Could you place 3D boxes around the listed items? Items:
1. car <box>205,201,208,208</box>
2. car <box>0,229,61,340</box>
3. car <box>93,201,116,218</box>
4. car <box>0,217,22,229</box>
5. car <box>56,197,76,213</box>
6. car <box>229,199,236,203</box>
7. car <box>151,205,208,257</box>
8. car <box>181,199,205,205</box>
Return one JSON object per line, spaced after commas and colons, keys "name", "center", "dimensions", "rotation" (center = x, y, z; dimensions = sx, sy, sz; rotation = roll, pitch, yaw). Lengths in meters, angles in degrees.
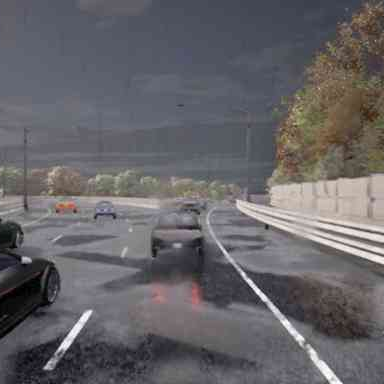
{"name": "car", "center": [0.900, 1.558, 41.040], "dimensions": [1.895, 1.301, 4.718], "rotation": [0, 0, 7]}
{"name": "car", "center": [-3.716, 1.578, 5.369], "dimensions": [1.994, 1.385, 4.181], "rotation": [0, 0, -2]}
{"name": "car", "center": [-7.875, 1.559, 30.011], "dimensions": [2.033, 1.411, 5.357], "rotation": [0, 0, -16]}
{"name": "car", "center": [-7.791, 1.381, 11.757], "dimensions": [2.097, 1.767, 4.553], "rotation": [0, 0, -6]}
{"name": "car", "center": [-14.599, 1.391, 38.669], "dimensions": [2.097, 1.767, 4.553], "rotation": [0, 0, -21]}
{"name": "car", "center": [11.533, 2.625, 93.042], "dimensions": [1.882, 1.535, 5.008], "rotation": [0, -4, 14]}
{"name": "car", "center": [-0.514, 1.482, 12.971], "dimensions": [2.128, 1.511, 4.902], "rotation": [0, 0, -1]}
{"name": "car", "center": [-0.050, 1.475, 32.459], "dimensions": [1.837, 1.490, 4.892], "rotation": [0, 0, 4]}
